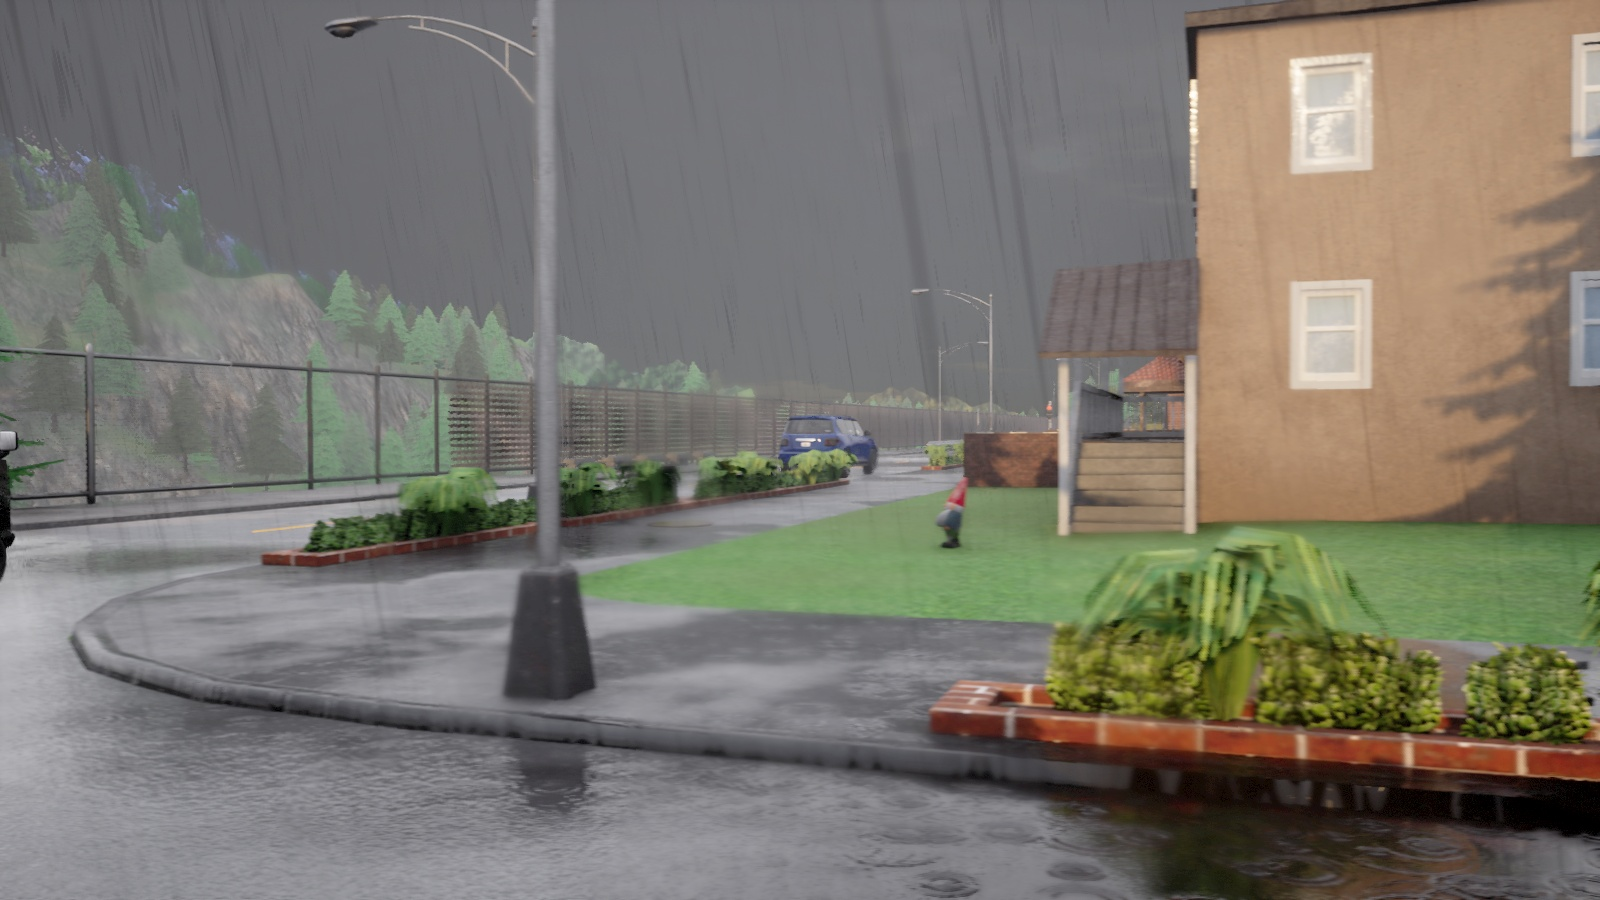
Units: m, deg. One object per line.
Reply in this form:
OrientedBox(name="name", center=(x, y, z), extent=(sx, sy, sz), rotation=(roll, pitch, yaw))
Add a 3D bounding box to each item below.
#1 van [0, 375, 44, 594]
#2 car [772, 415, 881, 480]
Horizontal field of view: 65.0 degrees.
OrientedBox(name="van", center=(-8.223, 0.350, 10.625), extent=(2.069, 2.038, 4.480), rotation=(-1, 1, -17))
OrientedBox(name="car", center=(0.988, -0.124, 42.222), extent=(2.150, 2.045, 5.566), rotation=(1, 1, 18))
